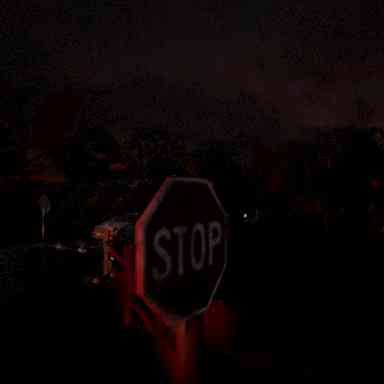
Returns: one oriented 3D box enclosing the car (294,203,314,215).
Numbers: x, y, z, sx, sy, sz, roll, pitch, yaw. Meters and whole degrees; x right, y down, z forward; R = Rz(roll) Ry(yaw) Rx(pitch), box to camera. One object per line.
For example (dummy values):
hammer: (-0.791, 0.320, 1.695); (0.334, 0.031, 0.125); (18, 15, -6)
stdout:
car: (14.076, 2.097, 41.339); (1.812, 1.442, 4.674); (0, -1, 37)

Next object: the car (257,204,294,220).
car: (8.193, 1.974, 33.372); (1.837, 1.490, 4.892); (0, -1, 37)

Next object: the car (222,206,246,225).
car: (2.426, 1.871, 25.526); (1.837, 1.490, 4.892); (0, -1, 36)

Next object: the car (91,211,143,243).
car: (-3.153, 1.790, 17.880); (1.812, 1.442, 4.674); (0, -1, 35)
